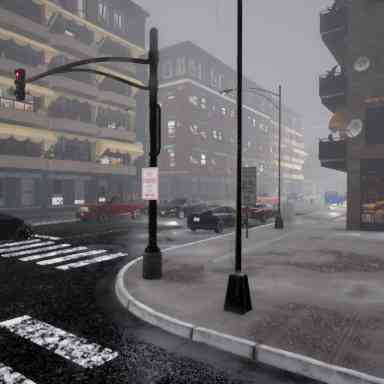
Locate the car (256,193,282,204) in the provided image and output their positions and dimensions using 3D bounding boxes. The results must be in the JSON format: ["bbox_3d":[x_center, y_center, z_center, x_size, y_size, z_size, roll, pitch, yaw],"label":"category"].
[{"bbox_3d":[10.617,0.881,45.582,1.947,1.339,4.313,2,2,35],"label":"car"}]

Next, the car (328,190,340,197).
[{"bbox_3d":[33.049,0.337,77.478,1.802,1.307,4.206,2,2,35],"label":"car"}]

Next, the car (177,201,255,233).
[{"bbox_3d":[1.426,1.348,17.947,1.947,1.339,4.313,2,2,35],"label":"car"}]

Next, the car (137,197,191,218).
[{"bbox_3d":[-2.201,1.181,27.356,1.887,1.381,4.507,2,2,35],"label":"car"}]

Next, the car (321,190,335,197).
[{"bbox_3d":[29.845,0.379,72.921,1.887,1.381,4.507,2,2,35],"label":"car"}]

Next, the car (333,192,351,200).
[{"bbox_3d":[25.897,0.696,57.261,1.895,1.301,4.718,1,1,35],"label":"car"}]

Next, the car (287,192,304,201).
[{"bbox_3d":[17.026,0.720,54.695,1.947,1.339,4.313,2,2,35],"label":"car"}]

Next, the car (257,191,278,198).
[{"bbox_3d":[8.064,0.803,37.442,2.097,1.767,4.553,1,1,35],"label":"car"}]

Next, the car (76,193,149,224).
[{"bbox_3d":[-5.403,1.031,22.794,2.192,1.841,5.009,2,2,35],"label":"car"}]

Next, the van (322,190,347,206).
[{"bbox_3d":[17.452,0.721,40.725,1.690,1.788,3.998,2,2,35],"label":"van"}]

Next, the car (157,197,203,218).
[{"bbox_3d":[-0.646,1.173,25.089,1.837,1.490,4.892,1,2,35],"label":"car"}]

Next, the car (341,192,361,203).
[{"bbox_3d":[23.858,0.764,49.842,1.887,1.381,4.507,2,2,35],"label":"car"}]

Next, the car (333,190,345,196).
[{"bbox_3d":[36.253,0.257,82.034,1.802,1.307,4.206,2,2,35],"label":"car"}]

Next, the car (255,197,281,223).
[{"bbox_3d":[4.631,1.283,22.504,1.802,1.307,4.206,2,2,35],"label":"car"}]

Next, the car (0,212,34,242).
[{"bbox_3d":[-8.777,1.485,13.531,1.994,1.385,4.181,0,2,35],"label":"car"}]
